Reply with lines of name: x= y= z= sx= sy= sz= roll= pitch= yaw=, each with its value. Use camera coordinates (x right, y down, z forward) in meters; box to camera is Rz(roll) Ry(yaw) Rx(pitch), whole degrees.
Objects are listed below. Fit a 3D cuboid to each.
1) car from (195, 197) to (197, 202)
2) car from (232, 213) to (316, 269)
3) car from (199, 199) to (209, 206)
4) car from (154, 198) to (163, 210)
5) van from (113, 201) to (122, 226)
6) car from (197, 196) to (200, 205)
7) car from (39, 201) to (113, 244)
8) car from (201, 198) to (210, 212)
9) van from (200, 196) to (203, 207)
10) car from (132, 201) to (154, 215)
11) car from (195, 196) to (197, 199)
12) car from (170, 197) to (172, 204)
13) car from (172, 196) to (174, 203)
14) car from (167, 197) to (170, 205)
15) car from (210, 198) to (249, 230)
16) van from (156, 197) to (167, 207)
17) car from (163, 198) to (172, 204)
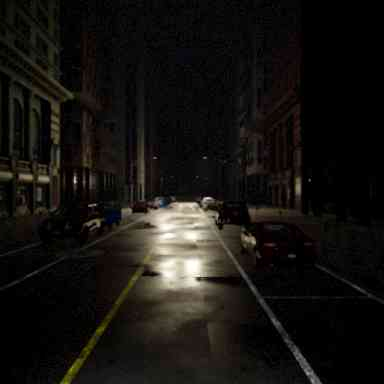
car: x=2.372 y=2.169 z=73.316 sx=2.008 sy=1.369 sz=4.403 roll=0 pitch=-1 yaw=0
car: x=2.708 y=1.631 z=11.320 sx=1.887 sy=1.381 sz=4.507 roll=0 pitch=0 yaw=0
car: x=2.401 y=2.096 z=67.850 sx=1.752 sy=1.417 sz=4.829 roll=0 pitch=-1 yaw=0
car: x=-6.031 y=1.999 z=50.713 sx=1.947 sy=1.339 sz=4.313 roll=0 pitch=-1 yaw=0
van: x=-5.879 y=1.533 z=22.532 sx=1.690 sy=1.788 sz=3.998 roll=0 pitch=0 yaw=0
car: x=2.432 y=1.959 z=62.045 sx=1.967 sy=1.590 sz=4.097 roll=0 pitch=-1 yaw=0
car: x=-5.849 y=1.461 z=16.897 sx=2.192 sy=1.841 sz=5.009 roll=0 pitch=0 yaw=0
car: x=2.523 y=1.897 z=45.306 sx=1.752 sy=1.417 sz=4.829 roll=0 pitch=-1 yaw=0
van: x=2.493 y=1.761 z=50.773 sx=1.690 sy=1.788 sz=3.998 roll=0 pitch=-1 yaw=0
car: x=-5.970 y=1.879 z=39.440 sx=1.887 sy=1.381 sz=4.507 roll=0 pitch=0 yaw=0
car: x=2.311 y=2.159 z=84.588 sx=1.967 sy=1.590 sz=4.097 roll=0 pitch=-1 yaw=0
car: x=-6.153 y=2.198 z=73.259 sx=1.947 sy=1.339 sz=4.313 roll=0 pitch=-1 yaw=0
car: x=-6.184 y=1.997 z=78.897 sx=2.192 sy=1.841 sz=5.009 roll=0 pitch=-1 yaw=0
car: x=-6.122 y=2.148 z=67.622 sx=1.947 sy=1.339 sz=4.313 roll=0 pitch=-1 yaw=0
car: x=2.645 y=1.493 z=22.594 sx=2.192 sy=1.841 sz=5.009 roll=0 pitch=0 yaw=0
van: x=-6.093 y=1.874 z=61.988 sx=1.690 sy=1.788 sz=3.998 roll=0 pitch=-1 yaw=0
car: x=-6.214 y=2.277 z=84.532 sx=1.887 sy=1.381 sz=4.507 roll=0 pitch=-1 yaw=0
